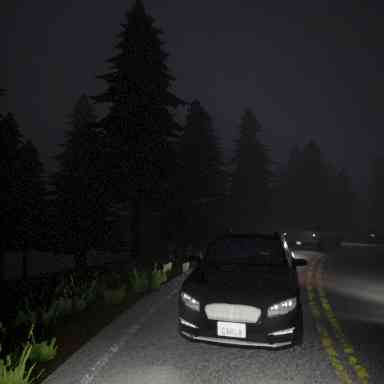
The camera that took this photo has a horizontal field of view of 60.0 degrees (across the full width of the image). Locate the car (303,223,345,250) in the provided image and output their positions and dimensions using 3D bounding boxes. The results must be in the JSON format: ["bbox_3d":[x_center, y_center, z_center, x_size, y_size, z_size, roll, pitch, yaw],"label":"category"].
[{"bbox_3d":[6.547,2.313,17.778,1.895,1.301,4.718,-3,-6,39],"label":"car"}]

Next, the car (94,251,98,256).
[{"bbox_3d":[-20.228,13.651,73.018,4.181,1.381,1.994,-2,-5,31],"label":"car"}]

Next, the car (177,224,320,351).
[{"bbox_3d":[1.138,1.562,6.640,2.128,1.511,4.902,-1,-2,15],"label":"car"}]

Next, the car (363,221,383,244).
[{"bbox_3d":[16.212,3.272,26.674,5.566,2.045,2.150,8,-8,-28],"label":"car"}]
